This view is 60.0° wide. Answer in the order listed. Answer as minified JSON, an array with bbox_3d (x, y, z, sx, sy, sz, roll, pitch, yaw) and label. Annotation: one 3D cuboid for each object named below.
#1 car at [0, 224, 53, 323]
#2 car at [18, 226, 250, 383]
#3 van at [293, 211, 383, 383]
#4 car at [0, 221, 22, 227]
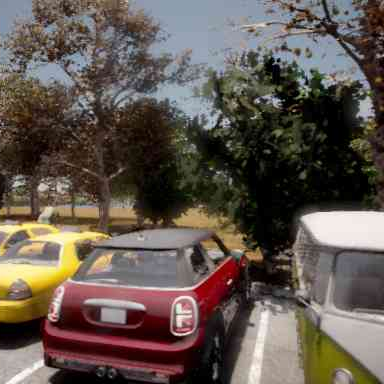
[{"bbox_3d":[-2.593,1.556,7.606,1.946,1.575,5.366,-1,-1,16],"label":"car"},{"bbox_3d":[-0.262,1.397,5.655,2.185,1.767,4.553,-1,-1,16],"label":"car"},{"bbox_3d":[2.123,1.262,3.848,1.878,1.987,4.442,0,-1,16],"label":"van"},{"bbox_3d":[-5.076,1.584,9.007,1.946,1.575,5.366,0,-1,17],"label":"car"}]
